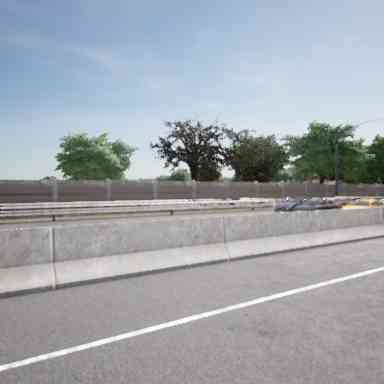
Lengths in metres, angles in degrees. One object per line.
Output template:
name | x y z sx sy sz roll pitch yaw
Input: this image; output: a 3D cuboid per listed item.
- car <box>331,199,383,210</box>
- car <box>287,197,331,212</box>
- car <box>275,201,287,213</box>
car | 13.038 1.316 25.018 5.008 1.535 1.882 0 0 -33
car | 10.437 1.345 27.502 4.892 1.490 1.837 0 0 -33
car | 9.915 1.244 31.335 4.553 1.767 2.097 0 0 -34
